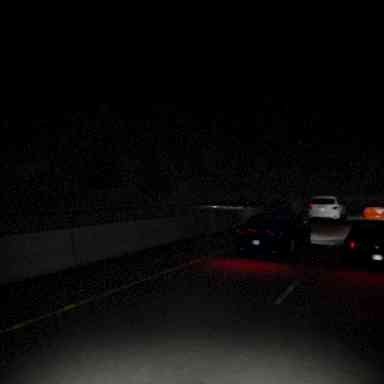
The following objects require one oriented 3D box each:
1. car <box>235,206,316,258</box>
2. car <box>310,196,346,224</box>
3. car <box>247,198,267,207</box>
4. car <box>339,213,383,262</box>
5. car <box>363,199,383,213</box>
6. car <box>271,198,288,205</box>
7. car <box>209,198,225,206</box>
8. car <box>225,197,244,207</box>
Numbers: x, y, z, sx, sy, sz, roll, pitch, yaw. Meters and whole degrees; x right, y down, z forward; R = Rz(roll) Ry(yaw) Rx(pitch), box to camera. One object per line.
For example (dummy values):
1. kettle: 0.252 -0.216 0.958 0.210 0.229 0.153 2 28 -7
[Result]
1. car: 3.369 1.521 13.171 1.882 1.535 5.008 0 0 30
2. car: 10.606 1.300 25.920 2.150 2.045 5.566 0 0 30
3. car: 11.001 1.664 55.166 1.882 1.535 5.008 0 0 30
4. car: 6.540 1.632 11.657 1.895 1.301 4.718 0 0 30
5. car: 14.209 1.417 25.151 2.097 1.767 4.553 0 0 30
6. car: 14.072 1.699 53.493 1.812 1.442 4.674 0 0 30
7. car: 4.919 1.761 58.596 2.033 1.411 5.357 0 0 30
8. car: 7.949 1.678 56.871 1.882 1.535 5.008 0 0 30
